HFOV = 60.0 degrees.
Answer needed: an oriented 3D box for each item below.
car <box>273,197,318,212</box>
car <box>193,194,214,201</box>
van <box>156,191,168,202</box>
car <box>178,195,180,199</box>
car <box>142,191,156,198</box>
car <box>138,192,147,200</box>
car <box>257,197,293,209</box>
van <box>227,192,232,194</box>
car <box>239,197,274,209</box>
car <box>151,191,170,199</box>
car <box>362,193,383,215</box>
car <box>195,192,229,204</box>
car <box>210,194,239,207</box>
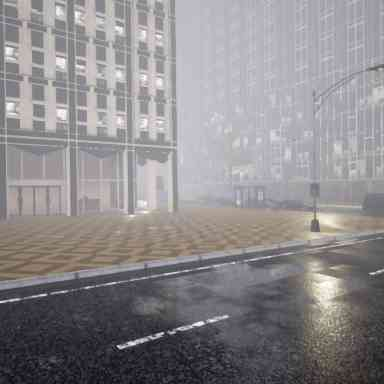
[{"bbox_3d":[11.297,1.423,35.665,1.947,1.339,4.313,0,1,-35],"label":"car"},{"bbox_3d":[2.199,1.043,63.898,1.802,1.307,4.206,0,1,-35],"label":"car"},{"bbox_3d":[-4.705,0.937,59.146,1.690,1.788,3.998,0,1,-35],"label":"van"},{"bbox_3d":[-4.245,0.935,73.263,1.802,1.307,4.206,0,1,-35],"label":"car"},{"bbox_3d":[-10.689,0.685,82.625,1.967,1.590,4.097,0,1,-35],"label":"car"},{"bbox_3d":[-11.149,1.039,68.513,2.008,1.369,4.403,0,1,-35],"label":"car"},{"bbox_3d":[10.379,1.327,41.786,1.994,1.385,4.181,-1,1,-34],"label":"car"},{"bbox_3d":[5.420,0.855,59.213,1.690,1.788,3.998,0,1,-35],"label":"van"},{"bbox_3d":[8.089,1.388,40.359,1.802,1.307,4.206,0,1,-35],"label":"car"},{"bbox_3d":[-7.467,0.614,77.941,2.192,1.841,5.009,0,1,-35],"label":"car"},{"bbox_3d":[18.393,1.114,30.125,2.150,2.045,5.566,-1,1,-35],"label":"car"},{"bbox_3d":[3.102,1.151,52.380,1.837,1.490,4.892,-1,1,-34],"label":"car"},{"bbox_3d":[4.915,1.319,45.074,1.947,1.339,4.313,0,1,-35],"label":"car"}]
